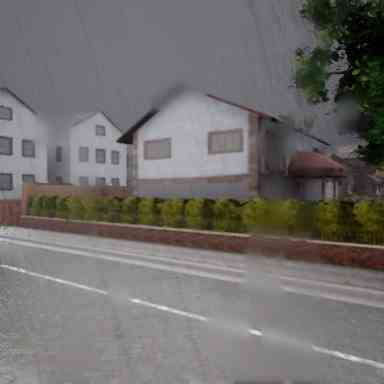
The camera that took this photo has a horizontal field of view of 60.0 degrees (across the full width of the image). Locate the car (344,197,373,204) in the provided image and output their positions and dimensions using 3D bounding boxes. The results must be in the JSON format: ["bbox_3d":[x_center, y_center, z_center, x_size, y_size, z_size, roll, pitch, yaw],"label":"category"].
[{"bbox_3d":[13.749,1.167,26.518,3.806,1.475,1.970,0,0,36],"label":"car"}]
